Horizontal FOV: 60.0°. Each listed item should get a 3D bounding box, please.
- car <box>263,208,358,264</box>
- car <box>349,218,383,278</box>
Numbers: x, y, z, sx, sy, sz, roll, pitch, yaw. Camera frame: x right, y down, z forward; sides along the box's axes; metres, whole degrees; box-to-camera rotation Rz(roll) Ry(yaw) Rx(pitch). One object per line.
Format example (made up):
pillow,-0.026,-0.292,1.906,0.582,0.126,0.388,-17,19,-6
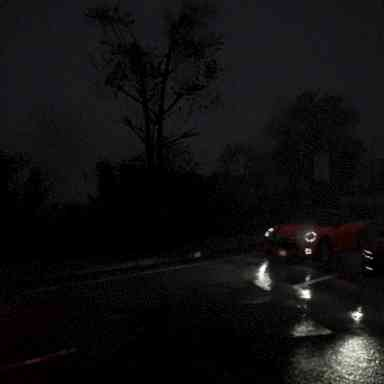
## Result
car,4.669,1.424,12.352,4.553,1.767,2.097,0,0,-40
car,6.599,1.529,9.398,5.008,1.535,1.882,0,-1,-40
